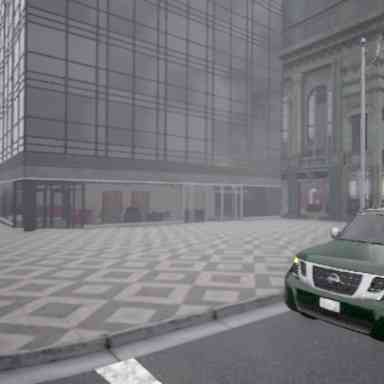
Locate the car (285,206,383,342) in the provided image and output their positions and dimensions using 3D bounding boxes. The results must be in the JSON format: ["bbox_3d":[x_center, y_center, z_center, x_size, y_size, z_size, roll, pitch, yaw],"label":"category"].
[{"bbox_3d":[4.228,1.295,6.387,5.566,2.045,2.150,1,0,-36],"label":"car"}]
